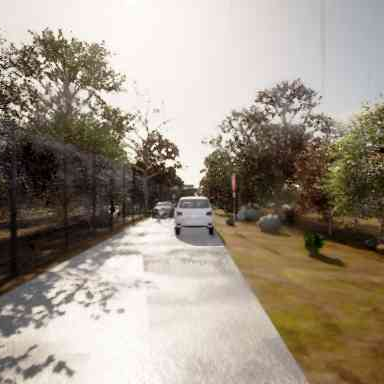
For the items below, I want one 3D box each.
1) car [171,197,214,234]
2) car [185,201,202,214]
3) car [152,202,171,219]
[{"bbox_3d":[0.139,1.313,19.977,2.150,2.045,5.566,0,-1,0],"label":"car"},{"bbox_3d":[0.215,1.948,42.231,2.033,1.411,5.357,0,-1,0],"label":"car"},{"bbox_3d":[-2.778,1.752,32.681,2.128,1.511,4.902,0,-1,0],"label":"car"}]
